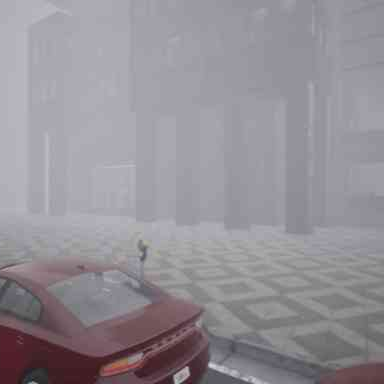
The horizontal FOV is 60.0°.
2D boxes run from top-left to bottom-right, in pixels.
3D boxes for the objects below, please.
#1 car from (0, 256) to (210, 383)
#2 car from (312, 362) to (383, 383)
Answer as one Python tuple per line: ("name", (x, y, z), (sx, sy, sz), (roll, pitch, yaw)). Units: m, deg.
("car", (-1.913, 1.538, 4.340), (4.507, 1.381, 1.887), (0, 0, 35))
("car", (2.587, 1.548, 1.134), (4.507, 1.381, 1.887), (0, 0, 35))
